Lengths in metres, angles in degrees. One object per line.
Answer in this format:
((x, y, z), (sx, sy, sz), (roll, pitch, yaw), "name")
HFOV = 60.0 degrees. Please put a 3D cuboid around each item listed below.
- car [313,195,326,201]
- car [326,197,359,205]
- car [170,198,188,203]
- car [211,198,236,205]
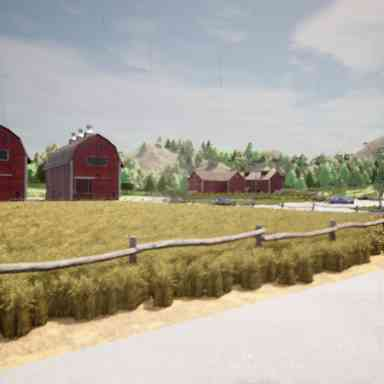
((33.406, 1.621, 85.317), (1.932, 1.855, 4.605), (0, 0, -36), "car")
((29.914, 1.742, 66.345), (2.242, 1.667, 4.611), (0, 0, -36), "car")
((-2.583, 1.728, 62.074), (1.994, 1.385, 4.181), (0, 0, -36), "car")
((4.852, 1.689, 51.810), (1.812, 1.442, 4.674), (0, 0, -35), "car")
